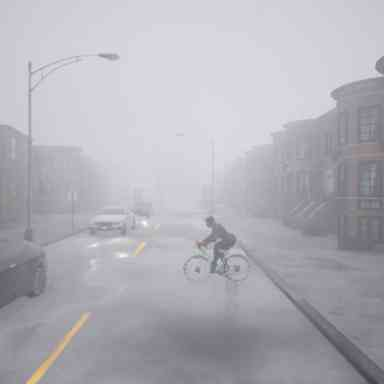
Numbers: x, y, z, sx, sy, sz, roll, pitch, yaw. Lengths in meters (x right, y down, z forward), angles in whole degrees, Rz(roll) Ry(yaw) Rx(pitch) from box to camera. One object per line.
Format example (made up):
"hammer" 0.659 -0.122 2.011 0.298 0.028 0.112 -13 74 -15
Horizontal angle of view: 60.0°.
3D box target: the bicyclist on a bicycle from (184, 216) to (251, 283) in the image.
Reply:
"bicyclist on a bicycle" 0.614 1.427 8.178 1.656 1.620 0.582 -1 0 -1

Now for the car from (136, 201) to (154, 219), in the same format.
"car" -4.506 1.539 29.699 2.033 1.411 5.357 0 0 -1

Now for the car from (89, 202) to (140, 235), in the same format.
"car" -4.362 1.520 18.802 1.812 1.442 4.674 0 0 0

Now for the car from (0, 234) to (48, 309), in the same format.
"car" -4.155 1.524 5.838 1.812 1.442 4.674 0 0 -1
